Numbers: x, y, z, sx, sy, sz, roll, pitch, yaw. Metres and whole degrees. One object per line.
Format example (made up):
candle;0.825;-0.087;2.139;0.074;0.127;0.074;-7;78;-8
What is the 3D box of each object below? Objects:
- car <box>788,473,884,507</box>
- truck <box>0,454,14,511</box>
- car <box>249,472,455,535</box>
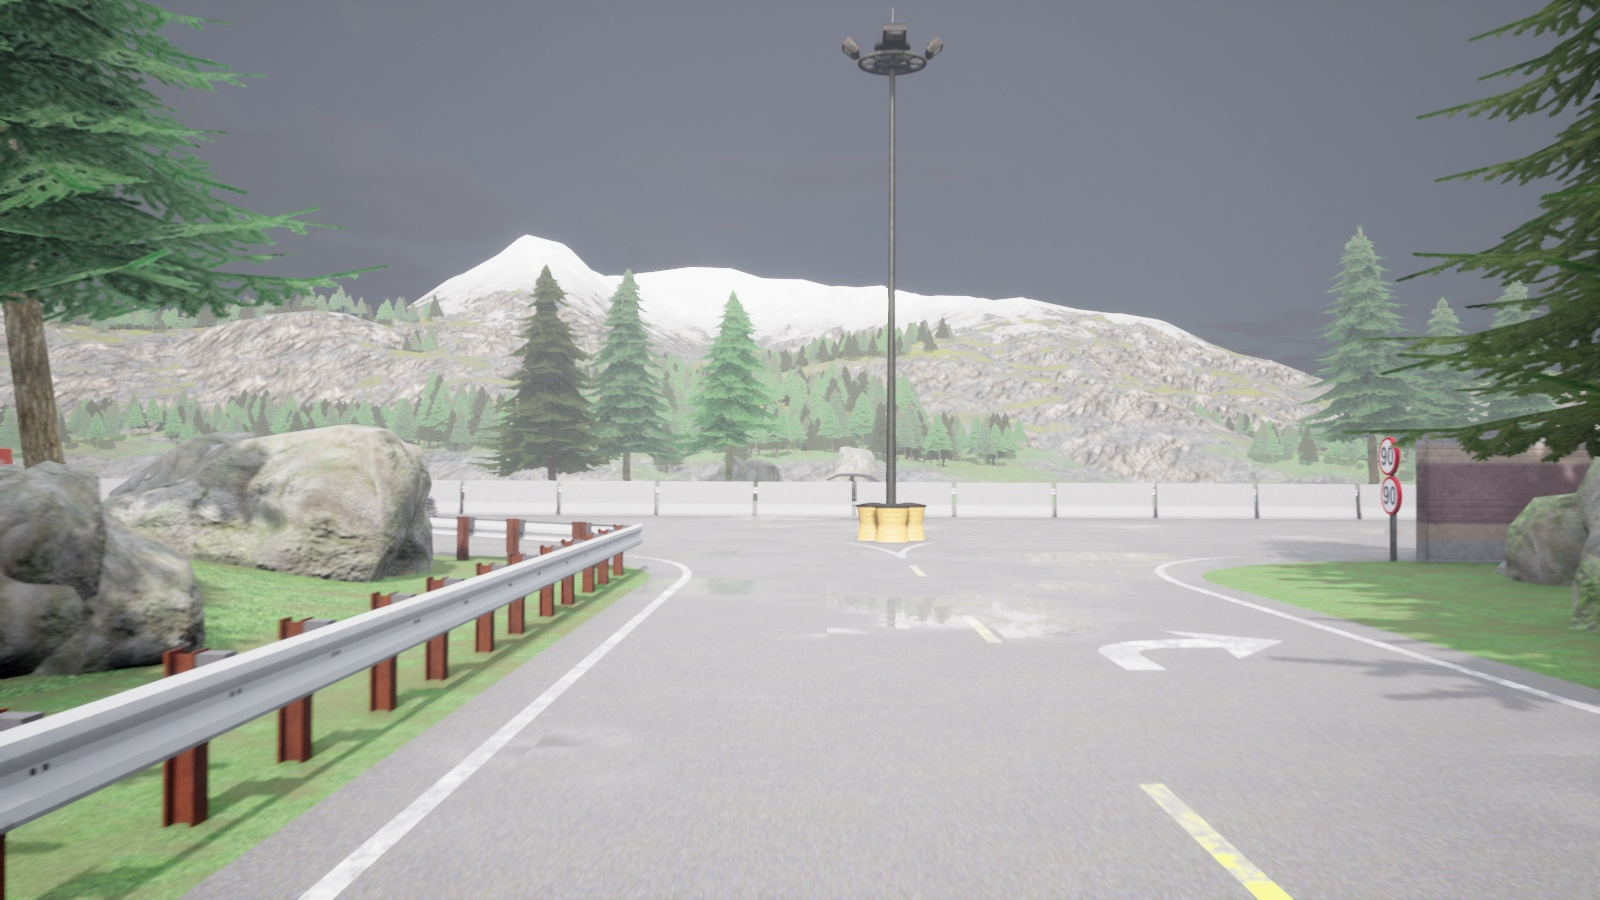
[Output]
car;1.614;1.765;56.082;4.193;1.474;1.816;0;-1;2
truck;-37.064;1.379;53.728;5.204;2.467;2.627;0;-1;2
car;-11.308;1.344;31.936;4.514;1.525;2.007;0;-1;2
